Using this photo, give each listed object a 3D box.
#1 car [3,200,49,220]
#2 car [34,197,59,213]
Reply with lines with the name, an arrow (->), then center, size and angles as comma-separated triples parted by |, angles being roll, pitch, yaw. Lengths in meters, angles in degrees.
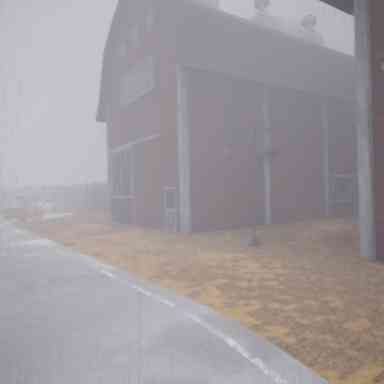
car -> -16.708, 1.928, 33.320 | 1.882, 1.535, 5.008 | -1, 0, 3
car -> -19.752, 1.759, 43.862 | 5.566, 2.045, 2.150 | -1, 0, 40
